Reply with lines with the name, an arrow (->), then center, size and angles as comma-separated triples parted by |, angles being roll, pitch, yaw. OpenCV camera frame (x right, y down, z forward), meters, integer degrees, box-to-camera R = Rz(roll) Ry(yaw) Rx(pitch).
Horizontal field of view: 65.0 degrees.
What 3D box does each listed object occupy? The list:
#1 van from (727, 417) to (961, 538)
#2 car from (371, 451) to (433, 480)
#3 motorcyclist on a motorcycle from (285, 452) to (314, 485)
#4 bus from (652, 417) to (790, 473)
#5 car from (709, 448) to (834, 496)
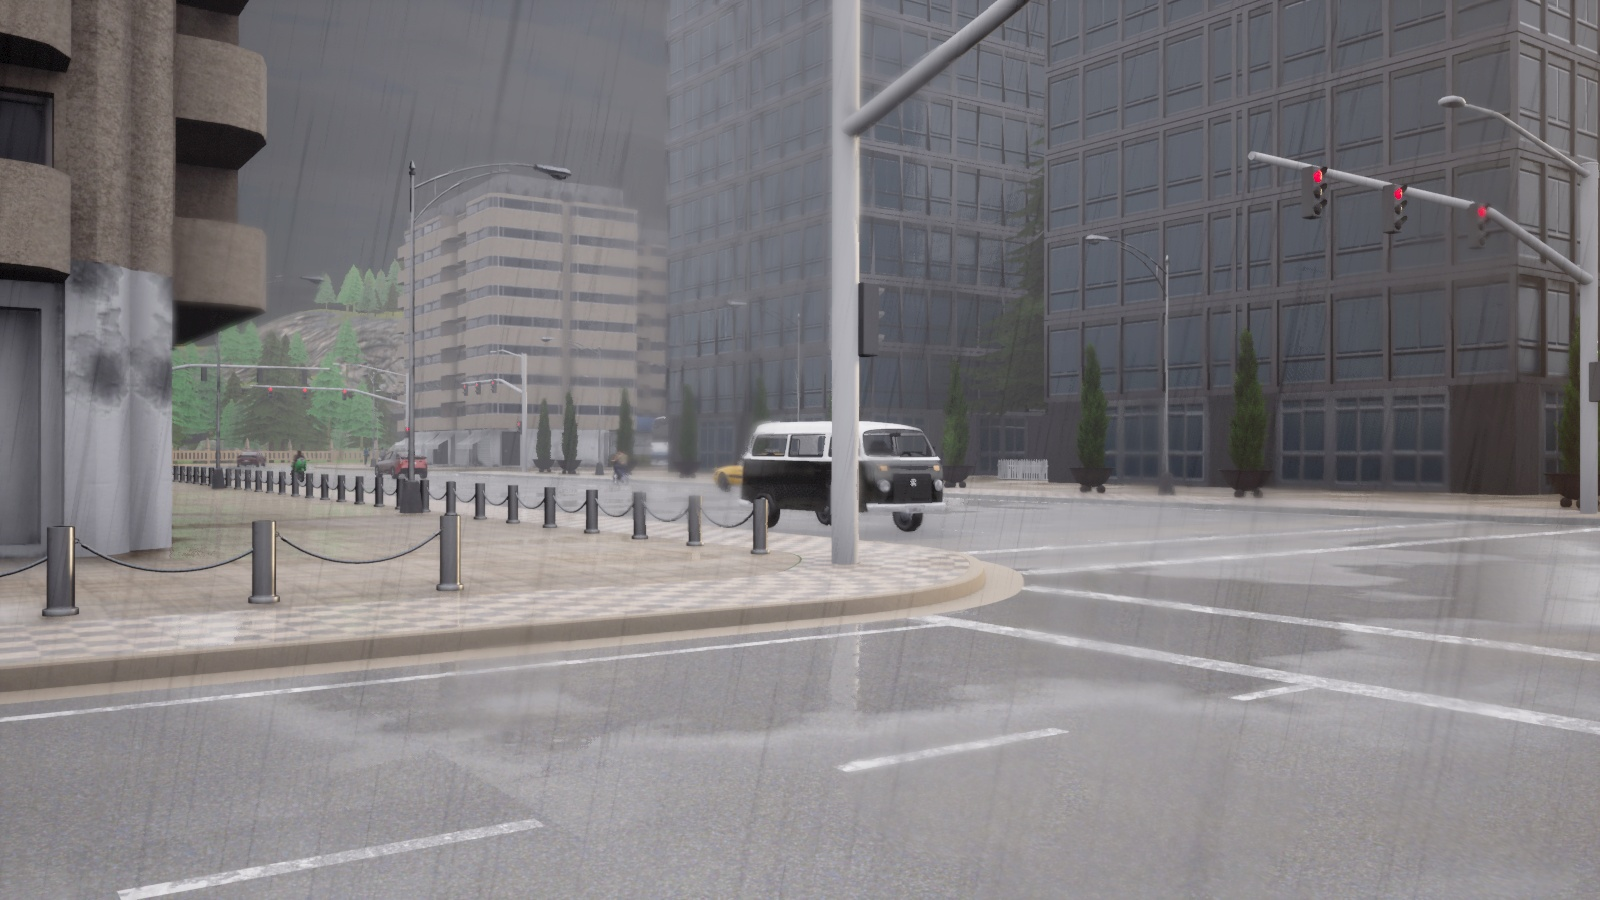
van -> 0.701, 0.469, 23.466 | 2.069, 2.038, 4.480 | 0, 0, -35
car -> -21.780, 0.850, 68.660 | 2.007, 1.525, 4.514 | 0, 0, -34
motorcyclist on a motorcycle -> -23.336, 0.864, 58.527 | 0.797, 1.523, 2.044 | 0, 0, -34
bus -> -6.160, -0.376, 98.959 | 10.273, 4.253, 3.944 | 0, 0, -35
car -> -1.084, 0.740, 44.558 | 1.801, 1.575, 5.366 | 0, 0, -34
